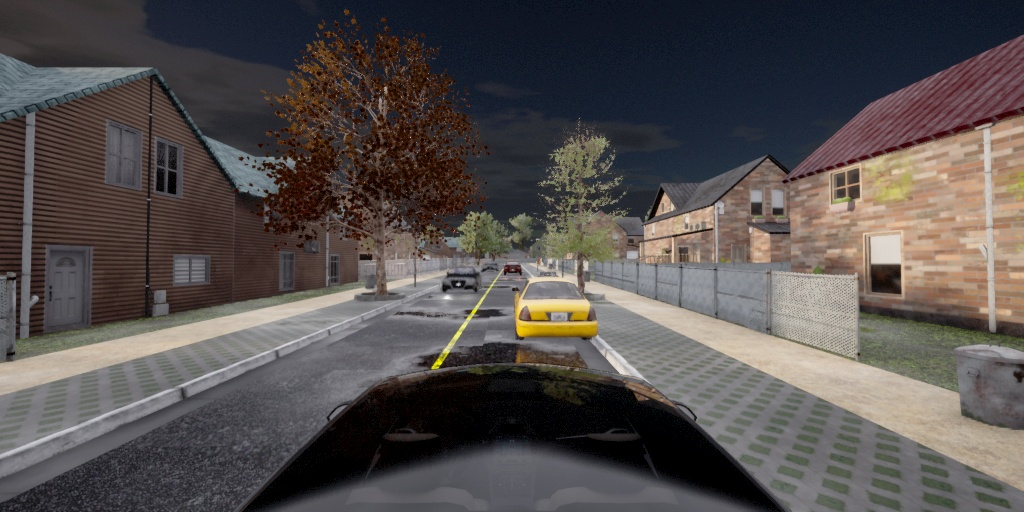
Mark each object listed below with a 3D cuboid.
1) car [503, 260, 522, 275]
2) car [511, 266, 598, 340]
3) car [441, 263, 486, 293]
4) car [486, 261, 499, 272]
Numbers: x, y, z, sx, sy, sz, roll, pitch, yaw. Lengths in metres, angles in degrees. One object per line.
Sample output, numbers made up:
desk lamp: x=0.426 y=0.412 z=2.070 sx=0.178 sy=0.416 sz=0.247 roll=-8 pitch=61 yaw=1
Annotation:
car: x=0.089 y=1.254 z=38.814 sx=1.882 sy=1.535 sz=5.008 roll=0 pitch=0 yaw=0
car: x=0.964 y=1.210 z=9.873 sx=1.801 sy=1.575 sz=5.366 roll=0 pitch=0 yaw=0
car: x=-2.845 y=1.326 z=21.006 sx=1.994 sy=1.385 sz=4.181 roll=0 pitch=0 yaw=0
car: x=-2.737 y=1.349 z=46.164 sx=1.994 sy=1.385 sz=4.181 roll=0 pitch=0 yaw=0
